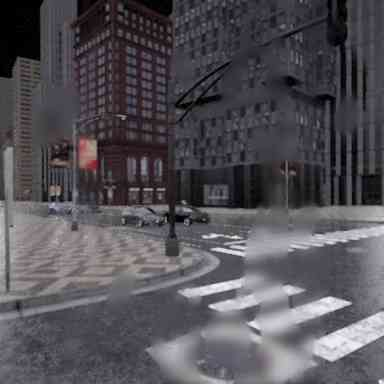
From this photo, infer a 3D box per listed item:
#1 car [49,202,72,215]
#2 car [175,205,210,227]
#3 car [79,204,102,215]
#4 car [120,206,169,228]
[{"bbox_3d":[-17.813,2.173,44.849,2.097,1.767,4.553,0,-1,-35],"label":"car"},{"bbox_3d":[-0.573,1.800,26.323,1.882,1.535,5.008,0,-1,-36],"label":"car"},{"bbox_3d":[-13.683,2.317,44.639,1.994,1.385,4.181,0,-1,-35],"label":"car"},{"bbox_3d":[-3.861,1.867,25.328,1.837,1.490,4.892,0,-1,-36],"label":"car"}]
